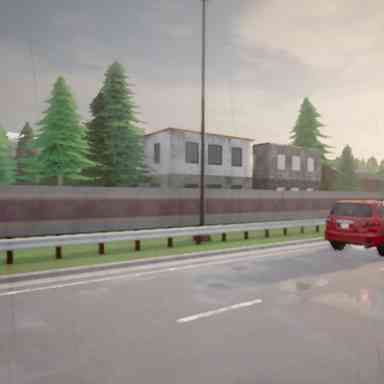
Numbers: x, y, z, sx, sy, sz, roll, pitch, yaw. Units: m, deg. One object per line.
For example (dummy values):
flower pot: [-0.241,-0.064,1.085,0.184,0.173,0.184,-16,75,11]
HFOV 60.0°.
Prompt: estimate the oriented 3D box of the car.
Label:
car: [7.759,1.348,13.687,5.566,2.045,2.150,0,0,-35]
